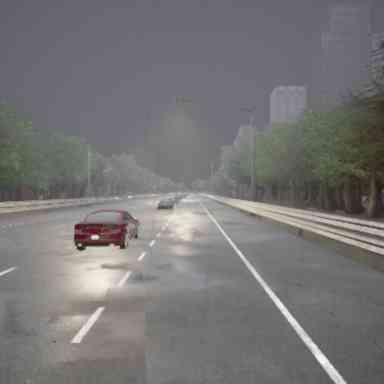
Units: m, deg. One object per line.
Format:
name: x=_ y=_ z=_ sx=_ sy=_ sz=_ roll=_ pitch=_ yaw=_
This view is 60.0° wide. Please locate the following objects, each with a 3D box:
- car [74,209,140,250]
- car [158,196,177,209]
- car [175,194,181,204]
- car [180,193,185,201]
car: x=-3.500 y=1.487 z=14.471 sx=1.882 sy=1.535 sz=5.008 roll=0 pitch=0 yaw=0
car: x=-3.496 y=1.594 z=45.588 sx=1.994 sy=1.385 sz=4.181 roll=0 pitch=0 yaw=0
car: x=-3.495 y=1.586 z=61.587 sx=1.994 sy=1.385 sz=4.181 roll=0 pitch=0 yaw=0
car: x=-3.494 y=1.357 z=85.232 sx=2.097 sy=1.767 sz=4.553 roll=0 pitch=0 yaw=0
